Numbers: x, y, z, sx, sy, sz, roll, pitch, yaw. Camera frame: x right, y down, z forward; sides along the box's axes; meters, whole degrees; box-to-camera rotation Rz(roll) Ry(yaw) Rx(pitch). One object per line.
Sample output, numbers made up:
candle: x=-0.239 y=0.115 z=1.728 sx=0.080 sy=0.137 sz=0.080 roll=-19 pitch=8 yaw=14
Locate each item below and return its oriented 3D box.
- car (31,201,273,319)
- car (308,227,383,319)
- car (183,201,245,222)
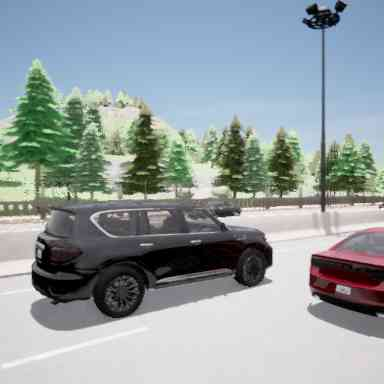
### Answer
car: x=-0.598 y=1.220 z=7.620 sx=5.566 sy=2.045 sz=2.150 roll=0 pitch=0 yaw=-36
car: x=4.540 y=1.477 z=6.987 sx=5.008 sy=1.535 sz=1.882 roll=0 pitch=0 yaw=-36
car: x=1.855 y=1.501 z=26.814 sx=4.892 sy=1.490 sz=1.837 roll=0 pitch=0 yaw=-35
